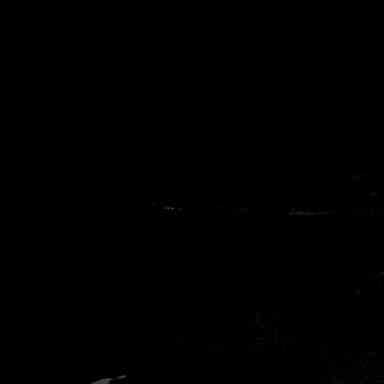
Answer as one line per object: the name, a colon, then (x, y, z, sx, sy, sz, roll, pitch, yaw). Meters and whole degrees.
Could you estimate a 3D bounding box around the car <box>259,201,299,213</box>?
car: (10.229, 1.738, 39.372, 1.895, 1.301, 4.718, -2, 0, -36)

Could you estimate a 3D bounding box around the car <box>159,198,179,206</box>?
car: (-4.285, 1.816, 59.688, 1.882, 1.535, 5.008, -2, 2, -35)
